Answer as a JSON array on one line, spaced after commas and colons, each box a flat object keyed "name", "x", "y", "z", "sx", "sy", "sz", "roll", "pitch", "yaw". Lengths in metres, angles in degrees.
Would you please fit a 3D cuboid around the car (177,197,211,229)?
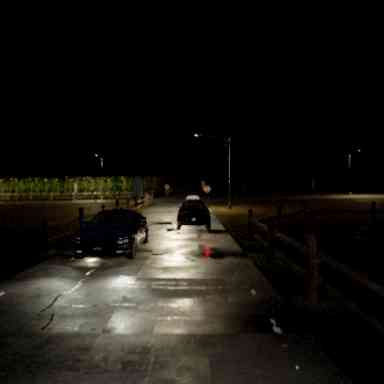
[{"name": "car", "x": 0.098, "y": 1.295, "z": 20.386, "sx": 1.882, "sy": 1.535, "sz": 5.008, "roll": 0, "pitch": 1, "yaw": 0}]

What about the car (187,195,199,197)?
[{"name": "car", "x": 0.090, "y": 1.041, "z": 36.315, "sx": 2.033, "sy": 1.411, "sz": 5.357, "roll": 0, "pitch": 1, "yaw": 0}]

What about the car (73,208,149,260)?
[{"name": "car", "x": -2.790, "y": 1.396, "z": 12.384, "sx": 1.882, "sy": 1.535, "sz": 5.008, "roll": 0, "pitch": 0, "yaw": 1}]
